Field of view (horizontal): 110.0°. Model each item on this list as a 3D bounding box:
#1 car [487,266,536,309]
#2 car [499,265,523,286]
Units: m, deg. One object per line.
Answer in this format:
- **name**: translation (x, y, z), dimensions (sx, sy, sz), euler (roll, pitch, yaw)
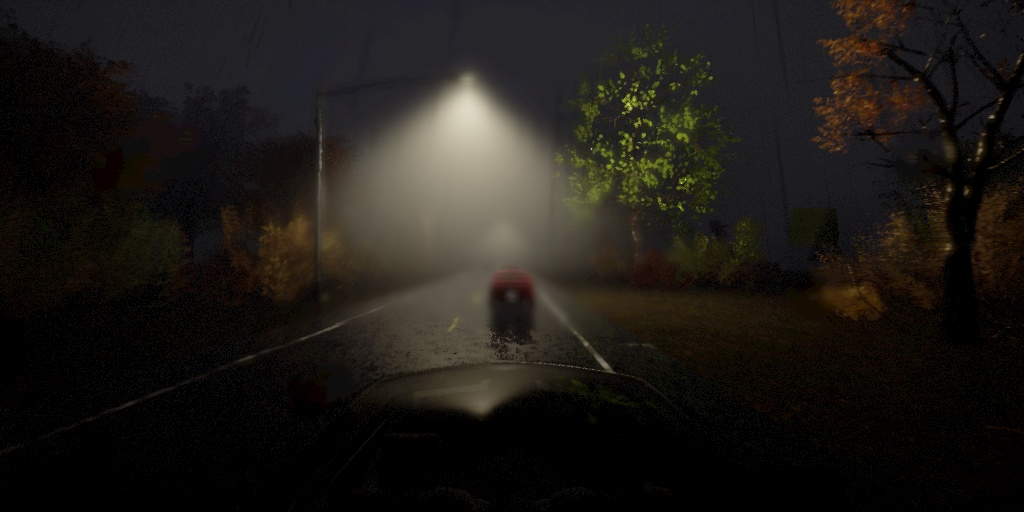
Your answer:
- **car**: translation (0.013, 1.388, 16.094), dimensions (1.882, 1.535, 5.008), euler (0, 0, 0)
- **car**: translation (-0.051, 1.577, 30.342), dimensions (1.837, 1.490, 4.892), euler (0, 0, 0)
